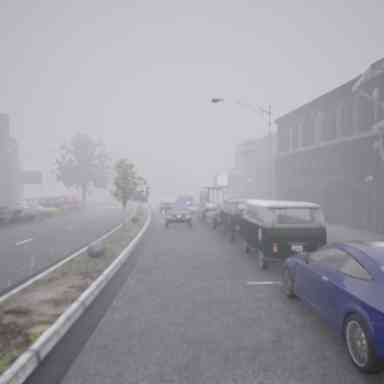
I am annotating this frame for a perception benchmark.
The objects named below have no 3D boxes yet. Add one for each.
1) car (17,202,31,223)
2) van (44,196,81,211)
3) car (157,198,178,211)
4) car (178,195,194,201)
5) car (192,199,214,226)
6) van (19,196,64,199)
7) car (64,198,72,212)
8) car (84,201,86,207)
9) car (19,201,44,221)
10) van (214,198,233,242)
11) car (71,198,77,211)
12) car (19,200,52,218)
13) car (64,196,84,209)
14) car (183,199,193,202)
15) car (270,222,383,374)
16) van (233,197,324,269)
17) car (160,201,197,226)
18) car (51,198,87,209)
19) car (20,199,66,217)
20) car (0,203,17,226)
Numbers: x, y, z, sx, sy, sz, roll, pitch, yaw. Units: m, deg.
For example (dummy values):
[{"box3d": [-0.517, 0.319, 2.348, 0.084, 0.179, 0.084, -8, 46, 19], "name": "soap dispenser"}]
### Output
[{"box3d": [-14.824, 1.668, 24.211, 4.792, 1.488, 2.163, 0, -1, -5], "name": "car"}, {"box3d": [-17.777, 1.553, 45.730, 4.442, 1.987, 1.878, 0, 0, -10], "name": "van"}, {"box3d": [-3.154, 1.728, 41.073, 1.837, 1.490, 4.892, 0, 0, -8], "name": "car"}, {"box3d": [-0.964, 1.458, 45.391, 2.150, 2.045, 5.566, 0, 0, -9], "name": "car"}, {"box3d": [1.542, 1.599, 27.580, 2.097, 1.535, 5.008, 0, 0, -6], "name": "car"}, {"box3d": [-16.253, 1.500, 35.036, 4.442, 1.987, 1.878, 0, 0, -8], "name": "van"}, {"box3d": [-16.535, 1.783, 37.736, 4.674, 1.452, 2.002, 0, 0, -8], "name": "car"}, {"box3d": [-18.399, 1.663, 48.420, 4.553, 1.767, 2.185, 0, 0, -10], "name": "car"}, {"box3d": [-15.060, 1.692, 26.930, 4.792, 1.488, 2.163, 0, -1, -6], "name": "car"}, {"box3d": [2.459, 1.282, 16.668, 1.878, 1.987, 4.442, 0, 0, -3], "name": "van"}, {"box3d": [-16.921, 1.787, 40.323, 4.792, 1.488, 2.163, 0, 0, -9], "name": "car"}, {"box3d": [-15.413, 1.726, 29.638, 4.674, 1.452, 2.002, 0, 0, -7], "name": "car"}, {"box3d": [-17.440, 1.519, 43.002, 5.566, 2.045, 2.435, 0, 0, -10], "name": "car"}, {"box3d": [0.461, 1.779, 35.792, 1.895, 1.301, 4.718, 0, 0, -7], "name": "car"}, {"box3d": [2.929, 1.504, 5.468, 2.002, 1.452, 4.674, 0, 0, -1], "name": "car"}, {"box3d": [2.762, 1.249, 11.137, 1.878, 1.987, 4.442, 0, 0, -2], "name": "van"}, {"box3d": [-1.066, 1.647, 23.971, 2.033, 1.411, 5.357, 0, 0, -5], "name": "car"}, {"box3d": [-18.838, 1.797, 51.139, 4.892, 1.521, 2.231, 0, 0, -10], "name": "car"}, {"box3d": [-15.576, 1.702, 32.370, 5.366, 1.575, 1.946, 0, 0, -7], "name": "car"}, {"box3d": [-14.523, 1.612, 21.496, 4.892, 1.521, 2.231, 0, -1, -5], "name": "car"}]
